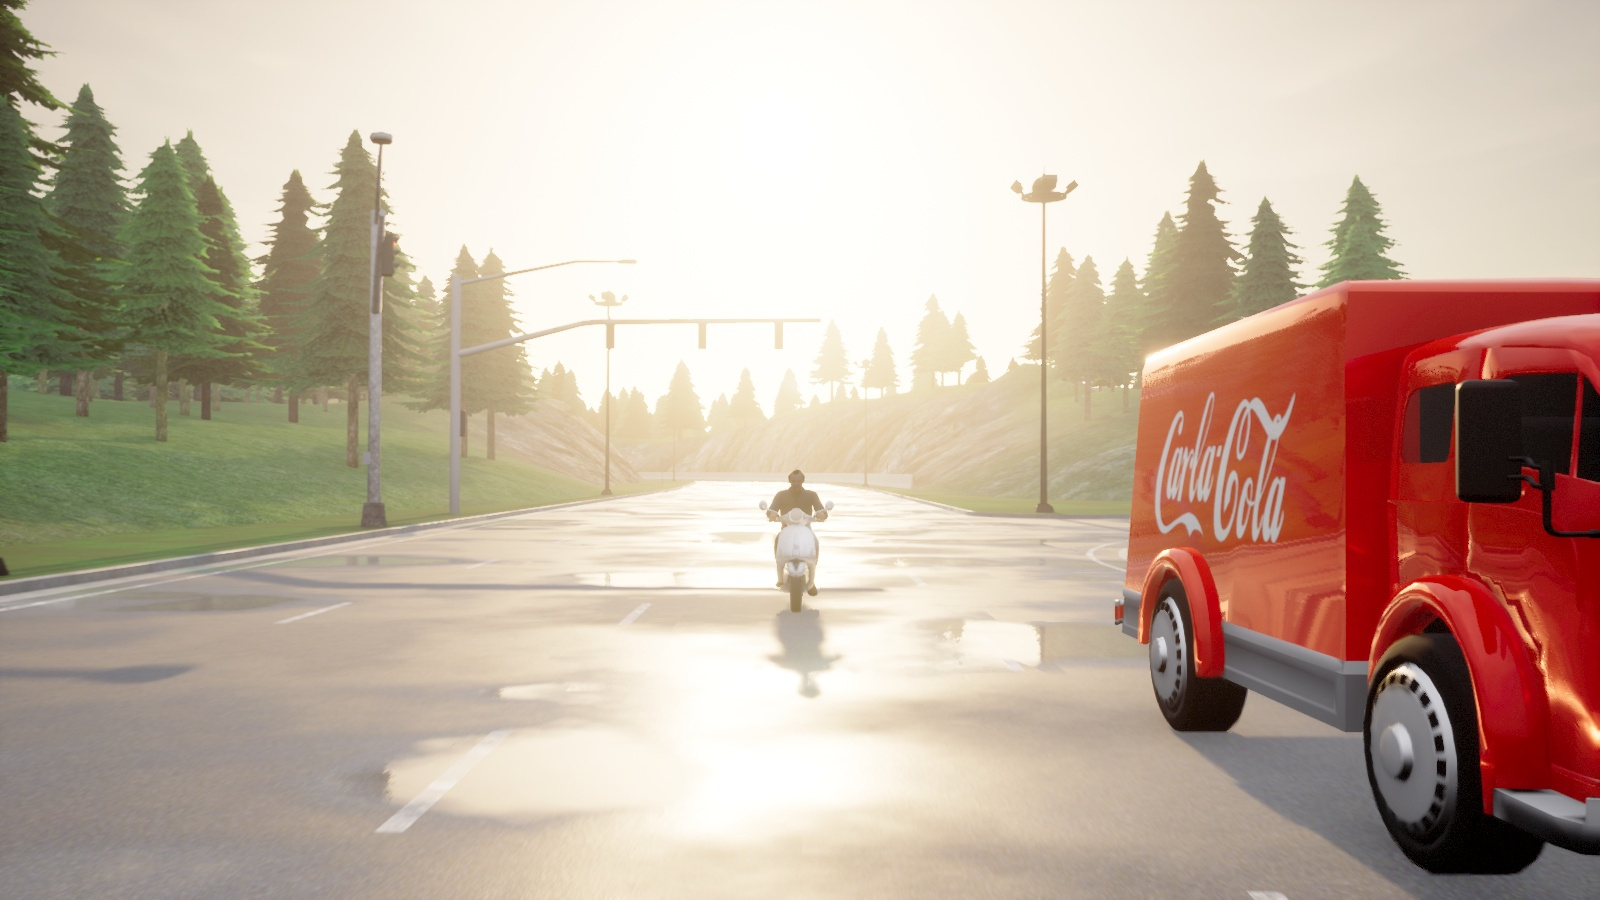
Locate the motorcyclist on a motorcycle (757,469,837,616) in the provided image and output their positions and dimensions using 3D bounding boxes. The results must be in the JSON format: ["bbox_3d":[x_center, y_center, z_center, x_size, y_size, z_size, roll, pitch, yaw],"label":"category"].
[{"bbox_3d":[-0.036,1.018,14.528,0.866,1.590,1.817,0,-1,0],"label":"motorcyclist on a motorcycle"}]

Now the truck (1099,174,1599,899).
[{"bbox_3d":[3.482,0.425,6.447,2.627,2.467,5.204,0,-1,0],"label":"truck"}]
